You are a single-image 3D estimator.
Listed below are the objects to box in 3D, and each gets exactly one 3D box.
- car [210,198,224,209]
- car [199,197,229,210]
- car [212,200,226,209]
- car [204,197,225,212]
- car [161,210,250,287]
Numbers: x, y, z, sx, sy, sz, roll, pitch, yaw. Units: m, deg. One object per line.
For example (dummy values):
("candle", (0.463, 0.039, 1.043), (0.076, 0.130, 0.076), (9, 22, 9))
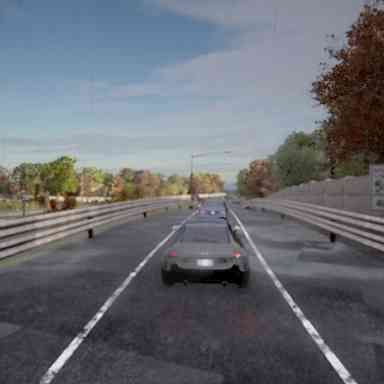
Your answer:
("car", (3.668, 1.715, 48.485), (1.882, 1.535, 5.008), (0, -3, 6))
("car", (1.375, 1.213, 21.388), (2.033, 1.411, 5.357), (0, 0, 5))
("car", (4.637, 2.171, 56.227), (2.033, 1.411, 5.357), (0, -3, 7))
("car", (2.434, 1.286, 35.564), (2.128, 1.511, 4.902), (0, -1, 5))
("car", (0.376, 1.400, 8.903), (1.994, 1.385, 4.181), (0, 1, 3))
